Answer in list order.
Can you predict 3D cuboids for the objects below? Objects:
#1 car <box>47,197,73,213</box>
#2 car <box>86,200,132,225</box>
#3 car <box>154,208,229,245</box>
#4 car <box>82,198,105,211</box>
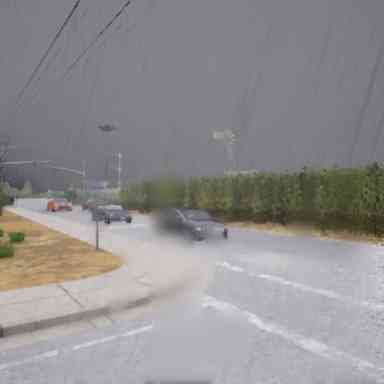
[{"bbox_3d":[-15.269,1.412,38.409,2.097,1.767,4.553,0,0,-34],"label":"car"},{"bbox_3d":[-6.144,1.587,25.079,1.812,1.442,4.674,0,0,-35],"label":"car"},{"bbox_3d":[-0.171,1.553,16.167,2.128,1.511,4.902,0,0,-31],"label":"car"},{"bbox_3d":[-11.451,1.427,39.290,2.097,1.767,4.553,0,0,-34],"label":"car"}]
